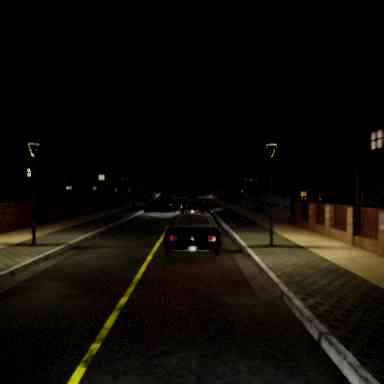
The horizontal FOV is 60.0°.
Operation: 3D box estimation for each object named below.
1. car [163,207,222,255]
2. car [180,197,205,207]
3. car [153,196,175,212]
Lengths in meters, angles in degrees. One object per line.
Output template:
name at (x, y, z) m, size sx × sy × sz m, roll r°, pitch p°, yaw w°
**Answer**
car at (0.042, 1.467, 12.674) m, size 1.895 × 1.301 × 4.718 m, roll 0°, pitch 1°, yaw 1°
car at (0.046, 1.228, 27.683) m, size 1.837 × 1.490 × 4.892 m, roll 0°, pitch 0°, yaw 1°
car at (-2.799, 1.146, 33.900) m, size 1.882 × 1.535 × 5.008 m, roll 0°, pitch 0°, yaw 0°
